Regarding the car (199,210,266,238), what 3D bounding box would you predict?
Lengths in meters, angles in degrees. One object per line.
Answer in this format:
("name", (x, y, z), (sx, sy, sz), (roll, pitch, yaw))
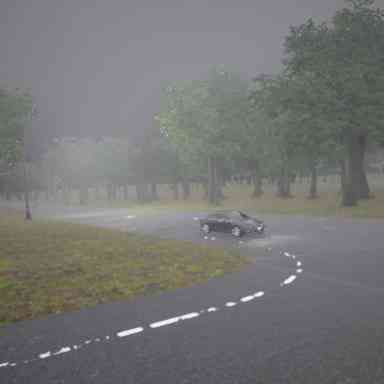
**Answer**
("car", (2.388, 1.906, 20.805), (1.837, 1.490, 4.892), (-4, 1, -36))
